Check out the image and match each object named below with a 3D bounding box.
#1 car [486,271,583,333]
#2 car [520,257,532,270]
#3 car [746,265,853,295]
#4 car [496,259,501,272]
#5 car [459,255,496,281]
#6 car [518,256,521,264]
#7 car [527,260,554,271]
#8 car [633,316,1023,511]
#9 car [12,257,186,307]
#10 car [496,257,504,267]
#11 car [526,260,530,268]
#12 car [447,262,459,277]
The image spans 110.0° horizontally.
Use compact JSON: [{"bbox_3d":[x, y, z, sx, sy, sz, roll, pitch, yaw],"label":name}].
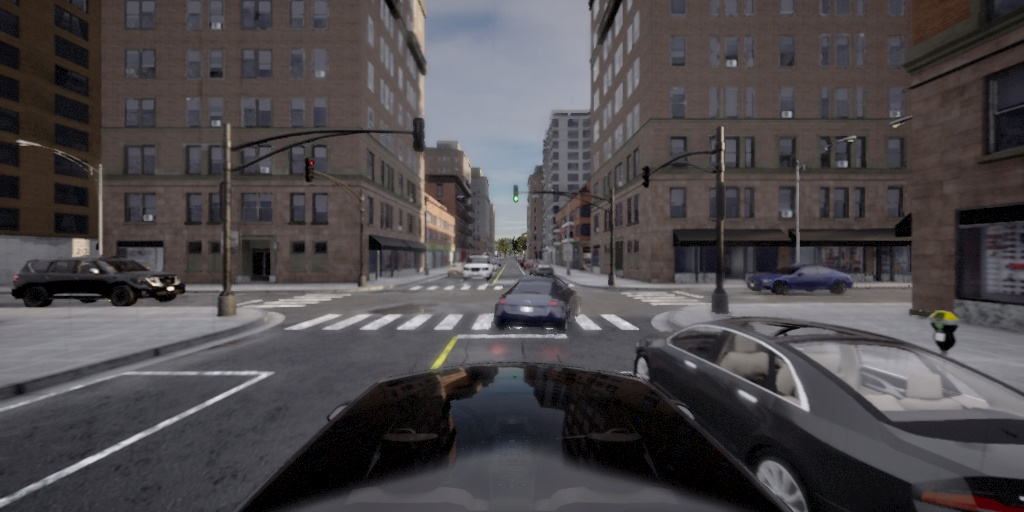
[{"bbox_3d":[0.922,1.321,10.973,1.994,1.385,4.181,0,0,16],"label":"car"},{"bbox_3d":[2.643,1.221,53.292,1.967,1.591,4.097,0,0,0],"label":"car"},{"bbox_3d":[14.626,1.197,18.326,4.674,1.442,1.812,-1,0,1],"label":"car"},{"bbox_3d":[-2.832,1.378,45.921,1.895,1.301,4.718,0,0,1],"label":"car"},{"bbox_3d":[-2.846,0.986,30.672,2.150,2.045,5.566,0,1,0],"label":"car"},{"bbox_3d":[2.644,1.101,64.655,2.192,1.841,5.009,0,0,0],"label":"car"},{"bbox_3d":[2.641,1.320,30.565,2.007,1.370,4.403,0,0,0],"label":"car"},{"bbox_3d":[2.640,1.302,3.689,2.007,1.370,4.403,0,0,0],"label":"car"},{"bbox_3d":[-17.432,1.070,15.302,5.566,2.045,2.150,0,0,-2],"label":"car"},{"bbox_3d":[-2.744,1.355,64.796,2.033,1.411,5.357,0,0,0],"label":"car"},{"bbox_3d":[2.641,1.355,36.246,1.802,1.307,4.207,0,0,0],"label":"car"},{"bbox_3d":[-5.384,1.298,36.076,1.751,1.417,4.829,0,0,0],"label":"car"}]
